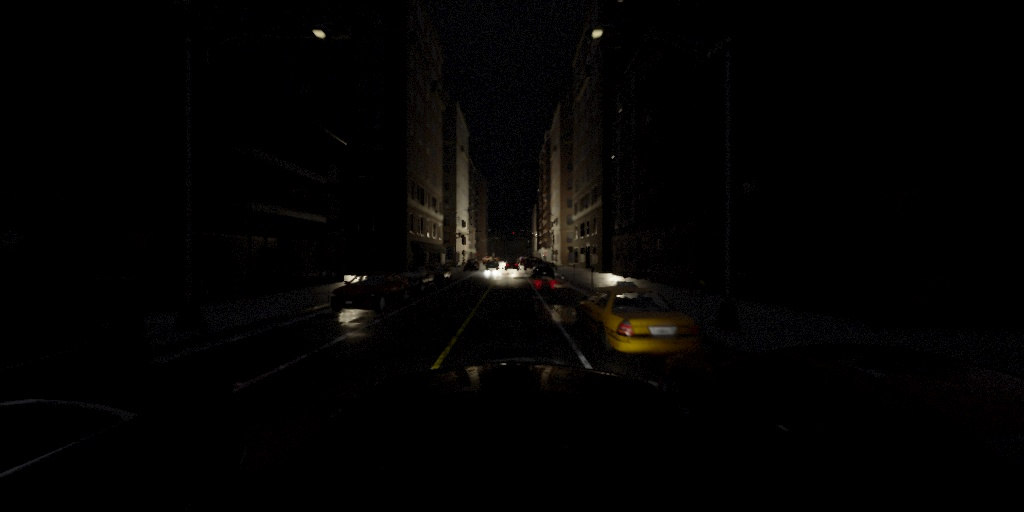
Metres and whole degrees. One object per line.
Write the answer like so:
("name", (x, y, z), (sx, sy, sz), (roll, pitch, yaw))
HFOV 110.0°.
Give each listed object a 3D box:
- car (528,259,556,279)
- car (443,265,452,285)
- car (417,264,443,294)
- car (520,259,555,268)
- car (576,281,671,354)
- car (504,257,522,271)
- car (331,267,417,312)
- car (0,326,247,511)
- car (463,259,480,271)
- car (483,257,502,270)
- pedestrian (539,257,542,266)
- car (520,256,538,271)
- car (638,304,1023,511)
("car", (2.750, 1.256, 32.493), (1.812, 1.442, 4.674), (0, 0, 0))
("car", (-5.387, 1.280, 25.453), (1.888, 1.381, 4.507), (0, 0, 0))
("car", (-5.387, 1.289, 19.770), (2.007, 1.370, 4.403), (0, 0, 0))
("car", (4.272, 1.242, 59.603), (5.357, 1.411, 2.033), (0, 0, -22))
("car", (2.637, 1.271, 8.576), (1.751, 1.417, 4.829), (0, 0, 0))
("car", (0.009, 1.244, 47.533), (1.812, 1.442, 4.674), (0, 0, 0))
("car", (-5.388, 1.288, 14.088), (1.888, 1.381, 4.507), (0, 0, 0))
("car", (-2.850, 1.242, 0.554), (2.128, 1.511, 4.902), (0, 0, 0))
("car", (-5.387, 1.157, 48.182), (1.967, 1.591, 4.097), (0, 0, 0))
("car", (-2.766, 1.208, 50.677), (2.128, 1.511, 4.902), (0, 0, 0))
("pedestrian", (2.750, 1.021, 35.329), (0.375, 1.860, 0.375), (0, 0, 0))
("car", (2.638, 1.032, 48.182), (2.192, 1.841, 5.009), (0, 0, 0))
("car", (2.637, 1.331, 2.724), (1.802, 1.307, 4.207), (0, 0, 0))
